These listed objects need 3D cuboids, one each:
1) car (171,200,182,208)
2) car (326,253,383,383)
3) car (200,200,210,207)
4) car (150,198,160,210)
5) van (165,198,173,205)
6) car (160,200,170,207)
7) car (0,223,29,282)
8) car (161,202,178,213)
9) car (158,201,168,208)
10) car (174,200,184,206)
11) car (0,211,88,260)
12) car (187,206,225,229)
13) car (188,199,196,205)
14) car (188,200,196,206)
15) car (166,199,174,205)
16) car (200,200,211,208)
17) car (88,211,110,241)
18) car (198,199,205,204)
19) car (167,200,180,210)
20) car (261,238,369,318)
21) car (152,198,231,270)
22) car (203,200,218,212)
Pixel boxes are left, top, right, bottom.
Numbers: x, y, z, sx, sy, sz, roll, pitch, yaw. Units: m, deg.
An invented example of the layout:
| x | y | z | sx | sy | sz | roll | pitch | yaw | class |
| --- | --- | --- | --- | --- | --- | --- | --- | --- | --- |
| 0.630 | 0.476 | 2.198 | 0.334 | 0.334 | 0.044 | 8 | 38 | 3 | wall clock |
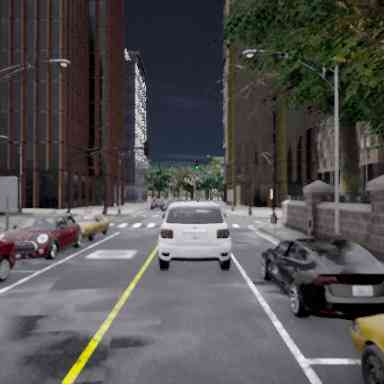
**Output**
| x | y | z | sx | sy | sz | roll | pitch | yaw | class |
| --- | --- | --- | --- | --- | --- | --- | --- | --- | --- |
| -3.028 | 2.383 | 65.201 | 1.994 | 1.385 | 4.181 | 0 | -1 | 1 | car |
| 2.762 | 1.554 | 2.170 | 1.752 | 1.417 | 4.829 | 0 | -1 | 0 | car |
| 2.755 | 2.452 | 72.083 | 1.887 | 1.381 | 4.507 | 0 | -1 | 0 | car |
| -5.769 | 2.014 | 55.774 | 2.192 | 1.841 | 5.009 | 0 | -1 | 0 | car |
| -5.772 | 2.389 | 82.959 | 1.690 | 1.788 | 3.998 | 0 | -1 | 0 | van |
| -5.771 | 2.431 | 71.913 | 1.752 | 1.417 | 4.829 | 0 | -1 | 0 | car |
| -5.764 | 1.638 | 7.453 | 1.887 | 1.381 | 4.507 | 0 | -1 | 0 | car |
| -3.100 | 2.143 | 46.333 | 1.994 | 1.385 | 4.181 | 0 | -1 | 0 | car |
| -5.770 | 2.420 | 66.645 | 1.802 | 1.307 | 4.206 | 0 | -1 | 0 | car |
| -3.008 | 2.485 | 75.540 | 2.033 | 1.411 | 5.357 | 0 | -1 | 0 | car |
| -5.764 | 1.600 | 12.911 | 1.967 | 1.590 | 4.097 | 0 | -1 | 0 | car |
| 1.178 | 1.852 | 24.994 | 1.812 | 1.442 | 4.674 | -1 | -1 | 16 | car |
| -0.009 | 2.598 | 86.804 | 1.837 | 1.490 | 4.892 | 0 | -1 | 0 | car |
| -0.008 | 2.494 | 76.899 | 1.812 | 1.442 | 4.674 | 0 | -1 | 0 | car |
| -5.773 | 2.669 | 88.394 | 2.008 | 1.369 | 4.403 | 0 | -1 | 0 | car |
| 2.755 | 2.389 | 66.646 | 2.008 | 1.369 | 4.403 | 0 | -1 | 0 | car |
| -5.765 | 1.751 | 18.196 | 1.752 | 1.417 | 4.829 | 0 | -1 | 0 | car |
| 2.752 | 2.717 | 94.002 | 1.752 | 1.417 | 4.829 | 0 | -1 | 0 | car |
| -3.089 | 2.171 | 55.360 | 1.882 | 1.535 | 5.008 | 0 | -1 | 0 | car |
| 2.761 | 1.659 | 7.455 | 1.947 | 1.339 | 4.313 | 0 | -1 | 0 | car |
| 0.083 | 1.365 | 11.732 | 2.150 | 2.045 | 5.566 | 0 | -1 | 0 | car |
| 2.757 | 2.070 | 50.336 | 1.967 | 1.590 | 4.097 | 0 | -1 | 0 | car |
